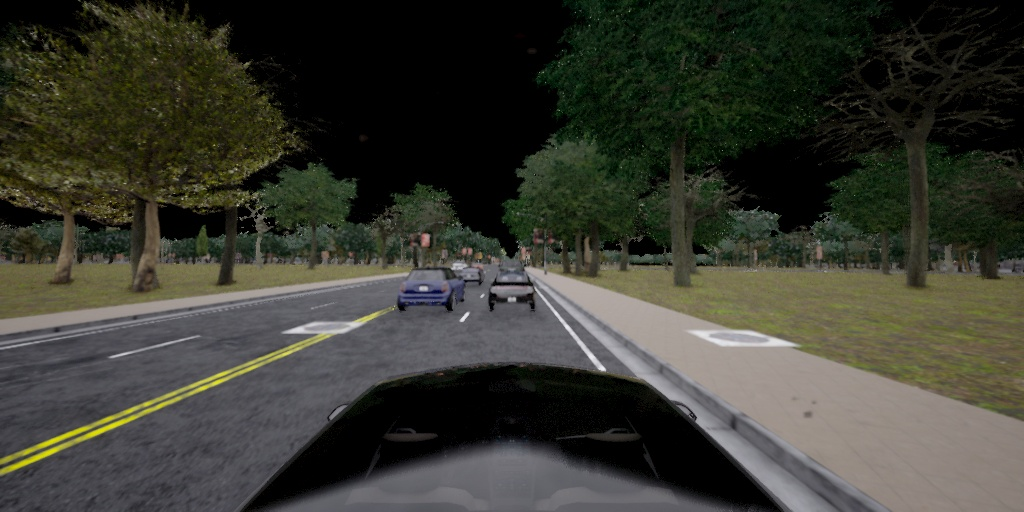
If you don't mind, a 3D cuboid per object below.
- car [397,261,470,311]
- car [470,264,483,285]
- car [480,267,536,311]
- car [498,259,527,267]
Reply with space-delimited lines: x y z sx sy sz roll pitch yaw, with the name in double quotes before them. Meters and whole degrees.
"car" -3.234 1.241 15.280 2.097 1.767 4.553 0 -1 0
"car" -3.246 1.602 29.395 2.033 1.411 5.357 0 -1 0
"car" 0.015 1.383 15.353 2.128 1.511 4.902 0 0 0
"car" 0.004 1.280 29.429 2.150 2.045 5.566 0 0 0
